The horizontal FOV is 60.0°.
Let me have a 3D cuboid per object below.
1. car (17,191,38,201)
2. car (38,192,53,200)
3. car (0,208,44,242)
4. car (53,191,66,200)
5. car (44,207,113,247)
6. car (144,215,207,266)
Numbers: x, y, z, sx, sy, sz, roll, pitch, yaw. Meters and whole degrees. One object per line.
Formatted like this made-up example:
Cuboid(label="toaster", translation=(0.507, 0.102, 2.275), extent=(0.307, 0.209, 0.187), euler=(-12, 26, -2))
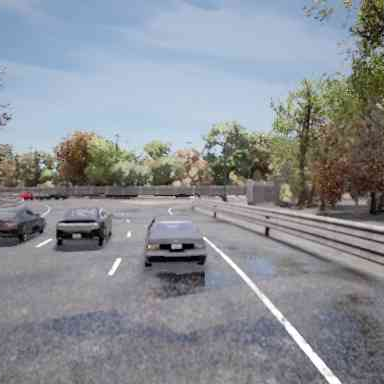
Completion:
Cuboid(label="car", translation=(-36.464, 0.862, 72.645), extent=(5.566, 2.045, 2.150), euler=(0, 0, 44))
Cuboid(label="car", translation=(-33.912, 1.115, 75.044), extent=(4.892, 1.490, 1.837), euler=(0, 0, 44))
Cuboid(label="car", translation=(-8.329, 1.454, 15.615), extent=(1.812, 1.442, 4.674), euler=(0, 0, -9))
Cuboid(label="car", translation=(-31.404, 0.819, 77.482), extent=(5.566, 2.045, 2.150), euler=(0, 0, 44))
Cuboid(label="car", translation=(-4.660, 1.419, 14.827), extent=(2.128, 1.511, 4.902), euler=(0, 0, -8))
Cuboid(label="car", translation=(-0.665, 1.486, 11.361), extent=(2.033, 1.411, 5.357), euler=(0, 0, -6))
